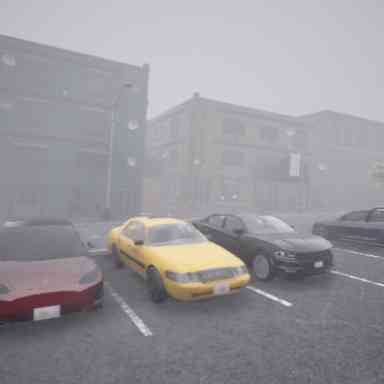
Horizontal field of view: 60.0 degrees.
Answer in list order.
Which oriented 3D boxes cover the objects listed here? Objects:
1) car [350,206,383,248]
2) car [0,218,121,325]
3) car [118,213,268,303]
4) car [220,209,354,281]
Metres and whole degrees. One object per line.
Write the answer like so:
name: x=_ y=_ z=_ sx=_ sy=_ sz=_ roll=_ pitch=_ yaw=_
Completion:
car: x=6.707 y=1.318 z=12.251 sx=2.163 sy=1.488 sz=4.792 roll=0 pitch=1 yaw=-27
car: x=-3.261 y=1.369 z=7.119 sx=2.163 sy=1.488 sz=4.792 roll=0 pitch=1 yaw=-27
car: x=-0.691 y=1.324 z=8.250 sx=1.946 sy=1.575 sz=5.366 roll=0 pitch=1 yaw=-27
car: x=1.719 y=1.310 z=9.688 sx=2.097 sy=1.535 sz=5.008 roll=0 pitch=1 yaw=-27
